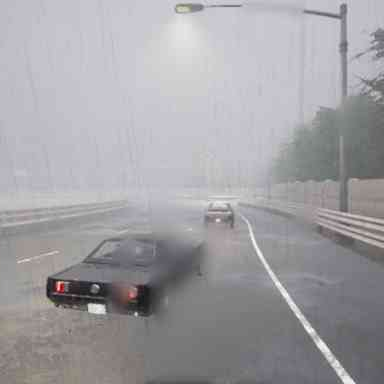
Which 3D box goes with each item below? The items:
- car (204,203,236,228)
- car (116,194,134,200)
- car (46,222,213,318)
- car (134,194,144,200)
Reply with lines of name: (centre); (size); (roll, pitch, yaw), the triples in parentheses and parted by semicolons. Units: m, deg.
car: (1.893, 1.459, 22.215); (2.128, 1.511, 4.902); (0, 0, 8)
car: (-17.311, 1.422, 86.202); (1.994, 1.385, 4.181); (0, 0, -32)
car: (-0.952, 1.589, 7.496); (1.895, 1.301, 4.718); (0, 0, 15)
car: (-14.208, 1.390, 87.819); (2.128, 1.511, 4.902); (0, 0, -32)
